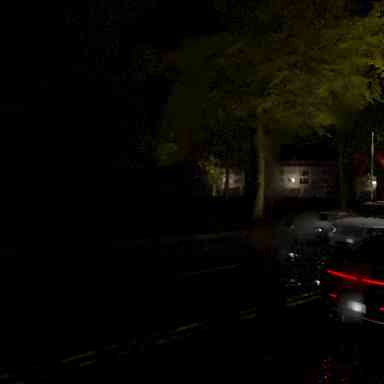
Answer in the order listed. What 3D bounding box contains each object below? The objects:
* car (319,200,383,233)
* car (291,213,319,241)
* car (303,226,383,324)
[{"bbox_3d":[7.722,1.366,13.081,5.566,2.045,2.150,1,-1,-35],"label":"car"},{"bbox_3d":[6.925,1.690,16.496,4.674,1.442,1.812,1,-1,-35],"label":"car"},{"bbox_3d":[4.575,1.581,6.642,4.892,1.490,1.837,1,0,-35],"label":"car"}]
